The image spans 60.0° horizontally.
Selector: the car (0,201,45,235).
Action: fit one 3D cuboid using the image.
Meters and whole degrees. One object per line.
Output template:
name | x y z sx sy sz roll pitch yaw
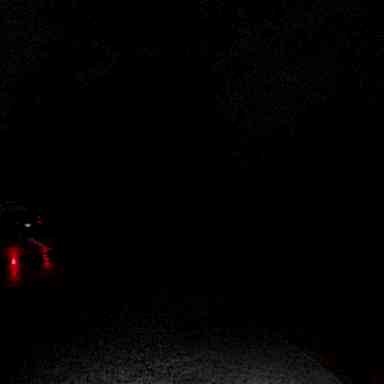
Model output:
car | -8.723 1.182 16.586 1.812 1.442 4.674 -1 3 -39
